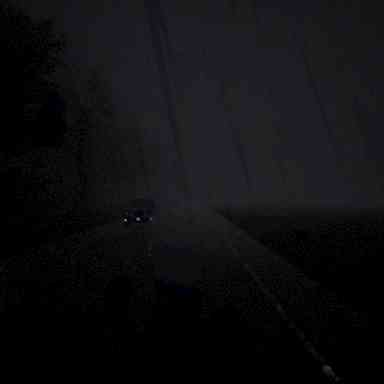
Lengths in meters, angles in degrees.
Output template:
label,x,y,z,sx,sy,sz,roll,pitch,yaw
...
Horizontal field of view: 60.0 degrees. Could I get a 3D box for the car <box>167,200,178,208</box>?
label,x,y,z,sx,sy,sz,roll,pitch,yaw
car,-3.525,2.158,60.894,2.033,1.411,5.357,0,0,0

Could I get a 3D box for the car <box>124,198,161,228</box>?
label,x,y,z,sx,sy,sz,roll,pitch,yaw
car,-3.610,1.481,25.080,2.150,2.045,5.566,0,0,0
